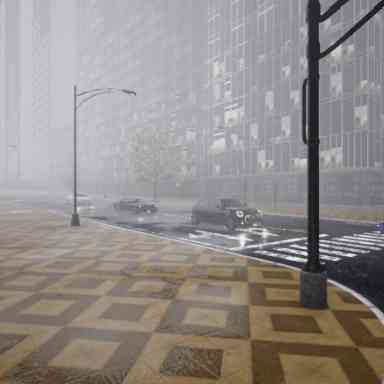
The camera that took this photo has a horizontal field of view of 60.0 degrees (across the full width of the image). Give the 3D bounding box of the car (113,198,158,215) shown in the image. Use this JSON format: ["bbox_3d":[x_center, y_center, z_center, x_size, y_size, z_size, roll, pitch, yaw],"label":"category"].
[{"bbox_3d":[-4.729,1.155,27.699,1.895,1.301,4.718,0,1,-38],"label":"car"}]

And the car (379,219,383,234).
[{"bbox_3d":[10.595,1.422,13.858,1.882,1.535,5.008,0,1,-38],"label":"car"}]

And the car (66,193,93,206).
[{"bbox_3d":[-13.003,0.835,38.250,1.812,1.442,4.674,0,1,-38],"label":"car"}]

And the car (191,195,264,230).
[{"bbox_3d":[1.945,1.104,19.239,2.097,1.767,4.553,0,1,-38],"label":"car"}]
